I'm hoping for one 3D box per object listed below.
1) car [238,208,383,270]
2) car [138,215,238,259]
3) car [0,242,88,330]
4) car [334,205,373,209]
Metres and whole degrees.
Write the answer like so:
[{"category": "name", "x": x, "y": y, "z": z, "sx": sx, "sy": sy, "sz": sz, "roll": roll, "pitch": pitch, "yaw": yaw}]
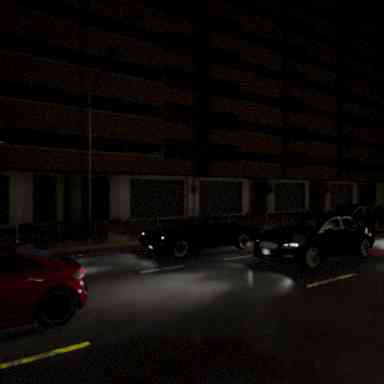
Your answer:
[{"category": "car", "x": 4.183, "y": 1.485, "z": 11.137, "sx": 4.902, "sy": 1.511, "sz": 2.128, "roll": 0, "pitch": 0, "yaw": -35}, {"category": "car", "x": 0.389, "y": 1.593, "z": 12.770, "sx": 4.718, "sy": 1.301, "sz": 1.895, "roll": 0, "pitch": 0, "yaw": -35}, {"category": "car", "x": -3.918, "y": 1.561, "z": 5.461, "sx": 4.181, "sy": 1.385, "sz": 1.994, "roll": 0, "pitch": 0, "yaw": -35}, {"category": "car", "x": 8.711, "y": 1.480, "z": 18.488, "sx": 4.902, "sy": 1.511, "sz": 2.128, "roll": 0, "pitch": 0, "yaw": -34}]
